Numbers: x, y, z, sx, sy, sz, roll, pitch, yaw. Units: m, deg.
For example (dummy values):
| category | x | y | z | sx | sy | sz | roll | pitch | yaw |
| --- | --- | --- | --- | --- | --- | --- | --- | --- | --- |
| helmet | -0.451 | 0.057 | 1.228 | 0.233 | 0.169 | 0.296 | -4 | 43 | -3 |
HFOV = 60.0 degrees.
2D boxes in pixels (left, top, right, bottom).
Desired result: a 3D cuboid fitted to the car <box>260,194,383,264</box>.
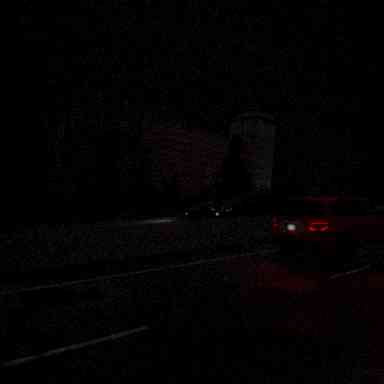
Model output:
| category | x | y | z | sx | sy | sz | roll | pitch | yaw |
| --- | --- | --- | --- | --- | --- | --- | --- | --- | --- |
| car | 5.240 | 1.149 | 11.781 | 5.566 | 2.045 | 2.150 | -1 | 0 | -35 |

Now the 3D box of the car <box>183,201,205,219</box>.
| category | x | y | z | sx | sy | sz | roll | pitch | yaw |
| --- | --- | --- | --- | --- | --- | --- | --- | --- | --- |
| car | 1.569 | 1.383 | 26.599 | 4.892 | 1.490 | 1.837 | -1 | 0 | -35 |

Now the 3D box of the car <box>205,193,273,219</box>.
| category | x | y | z | sx | sy | sz | roll | pitch | yaw |
| --- | --- | --- | --- | --- | --- | --- | --- | --- | --- |
| car | 3.949 | 1.096 | 24.000 | 5.566 | 2.045 | 2.150 | -1 | 0 | -35 |
